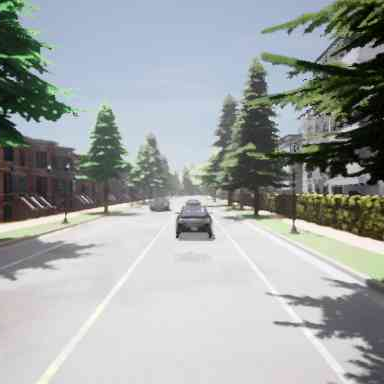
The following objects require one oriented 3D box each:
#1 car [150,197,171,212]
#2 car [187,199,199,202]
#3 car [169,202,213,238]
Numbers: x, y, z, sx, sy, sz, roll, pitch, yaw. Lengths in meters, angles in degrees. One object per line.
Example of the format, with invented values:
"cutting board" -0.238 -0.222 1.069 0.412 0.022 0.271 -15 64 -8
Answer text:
"car" -3.573 1.353 38.167 2.097 1.767 4.553 0 0 0
"car" 0.112 1.529 37.461 1.812 1.442 4.674 0 0 0
"car" 0.103 1.493 17.828 2.128 1.511 4.902 0 0 0
